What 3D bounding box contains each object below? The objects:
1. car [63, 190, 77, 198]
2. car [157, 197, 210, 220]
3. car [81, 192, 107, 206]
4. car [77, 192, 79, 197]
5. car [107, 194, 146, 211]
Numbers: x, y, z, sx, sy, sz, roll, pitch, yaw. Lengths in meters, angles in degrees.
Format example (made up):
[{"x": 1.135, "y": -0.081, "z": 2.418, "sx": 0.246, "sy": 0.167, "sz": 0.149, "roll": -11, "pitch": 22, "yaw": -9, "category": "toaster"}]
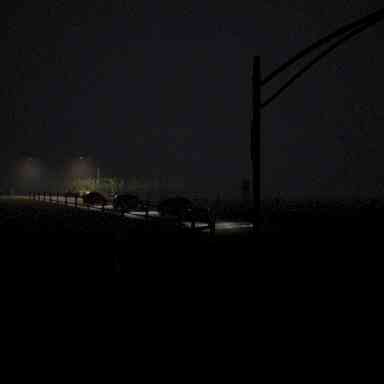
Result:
[{"x": -22.519, "y": 0.355, "z": 62.029, "sx": 1.882, "sy": 1.535, "sz": 5.008, "roll": 0, "pitch": 1, "yaw": -35, "category": "car"}, {"x": -0.708, "y": 1.114, "z": 24.192, "sx": 1.882, "sy": 1.535, "sz": 5.008, "roll": 0, "pitch": 1, "yaw": -35, "category": "car"}, {"x": -11.701, "y": 0.815, "z": 40.026, "sx": 1.812, "sy": 1.442, "sz": 4.674, "roll": 0, "pitch": 1, "yaw": -35, "category": "car"}, {"x": -15.962, "y": 0.624, "z": 52.610, "sx": 2.033, "sy": 1.411, "sz": 5.357, "roll": 0, "pitch": 1, "yaw": -35, "category": "car"}, {"x": -6.101, "y": 0.970, "z": 31.951, "sx": 1.837, "sy": 1.490, "sz": 4.892, "roll": 0, "pitch": 1, "yaw": -35, "category": "car"}]
